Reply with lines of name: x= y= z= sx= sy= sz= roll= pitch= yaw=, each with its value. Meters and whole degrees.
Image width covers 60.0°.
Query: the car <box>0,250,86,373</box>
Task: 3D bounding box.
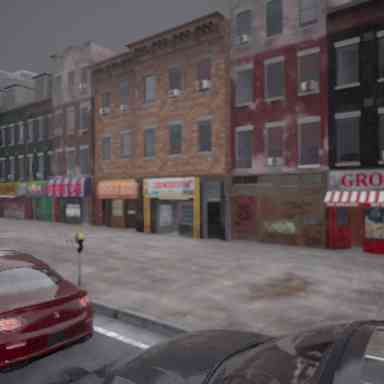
car: x=-3.271 y=1.571 z=5.150 sx=4.206 sy=1.307 sz=1.802 roll=0 pitch=0 yaw=35

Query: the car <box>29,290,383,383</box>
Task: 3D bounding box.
car: x=1.211 y=1.551 z=1.956 sx=4.403 sy=1.369 sz=2.008 roll=0 pitch=0 yaw=35
